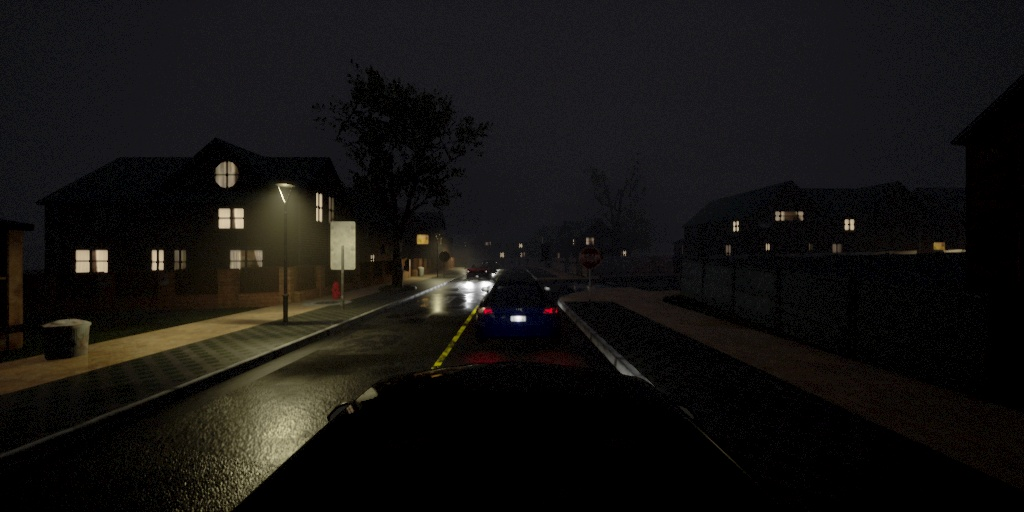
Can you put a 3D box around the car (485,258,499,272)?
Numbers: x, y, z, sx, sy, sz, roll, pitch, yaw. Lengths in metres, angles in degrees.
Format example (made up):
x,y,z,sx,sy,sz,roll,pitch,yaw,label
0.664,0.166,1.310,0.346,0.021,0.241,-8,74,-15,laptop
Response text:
x,y,z,sx,sy,sz,roll,pitch,yaw,label
-2.776,1.257,42.777,2.033,1.411,5.357,0,0,0,car

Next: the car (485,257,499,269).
x,y,z,sx,sy,sz,roll,pitch,yaw,label
-3.094,1.059,54.392,2.097,1.767,4.553,0,0,-5,car

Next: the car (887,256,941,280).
x,y,z,sx,sy,sz,roll,pitch,yaw,label
23.095,0.699,21.229,5.357,1.411,2.033,-1,0,-2,car

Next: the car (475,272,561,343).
x,y,z,sx,sy,sz,roll,pitch,yaw,label
0.124,1.309,9.657,1.994,1.385,4.181,0,0,0,car

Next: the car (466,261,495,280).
x,y,z,sx,sy,sz,roll,pitch,yaw,label
-2.781,1.324,30.828,1.895,1.301,4.718,0,0,0,car
